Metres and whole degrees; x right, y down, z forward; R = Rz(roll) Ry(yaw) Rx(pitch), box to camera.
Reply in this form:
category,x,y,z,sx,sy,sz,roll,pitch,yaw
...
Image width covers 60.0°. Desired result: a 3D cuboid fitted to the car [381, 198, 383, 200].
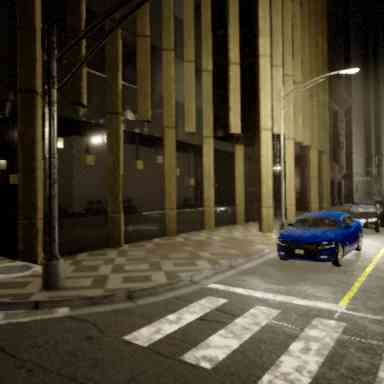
category,x,y,z,sx,sy,sz,roll,pitch,yaw
car,15.902,1.440,27.603,1.812,1.442,4.674,-1,-1,35

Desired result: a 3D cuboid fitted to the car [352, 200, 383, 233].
category,x,y,z,sx,sy,sz,roll,pitch,yaw
car,10.086,1.438,19.401,2.128,1.511,4.902,-1,-1,35

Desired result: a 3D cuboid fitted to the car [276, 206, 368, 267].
category,x,y,z,sx,sy,sz,roll,pitch,yaw
car,4.606,1.456,11.683,1.882,1.535,5.008,-1,-1,37
